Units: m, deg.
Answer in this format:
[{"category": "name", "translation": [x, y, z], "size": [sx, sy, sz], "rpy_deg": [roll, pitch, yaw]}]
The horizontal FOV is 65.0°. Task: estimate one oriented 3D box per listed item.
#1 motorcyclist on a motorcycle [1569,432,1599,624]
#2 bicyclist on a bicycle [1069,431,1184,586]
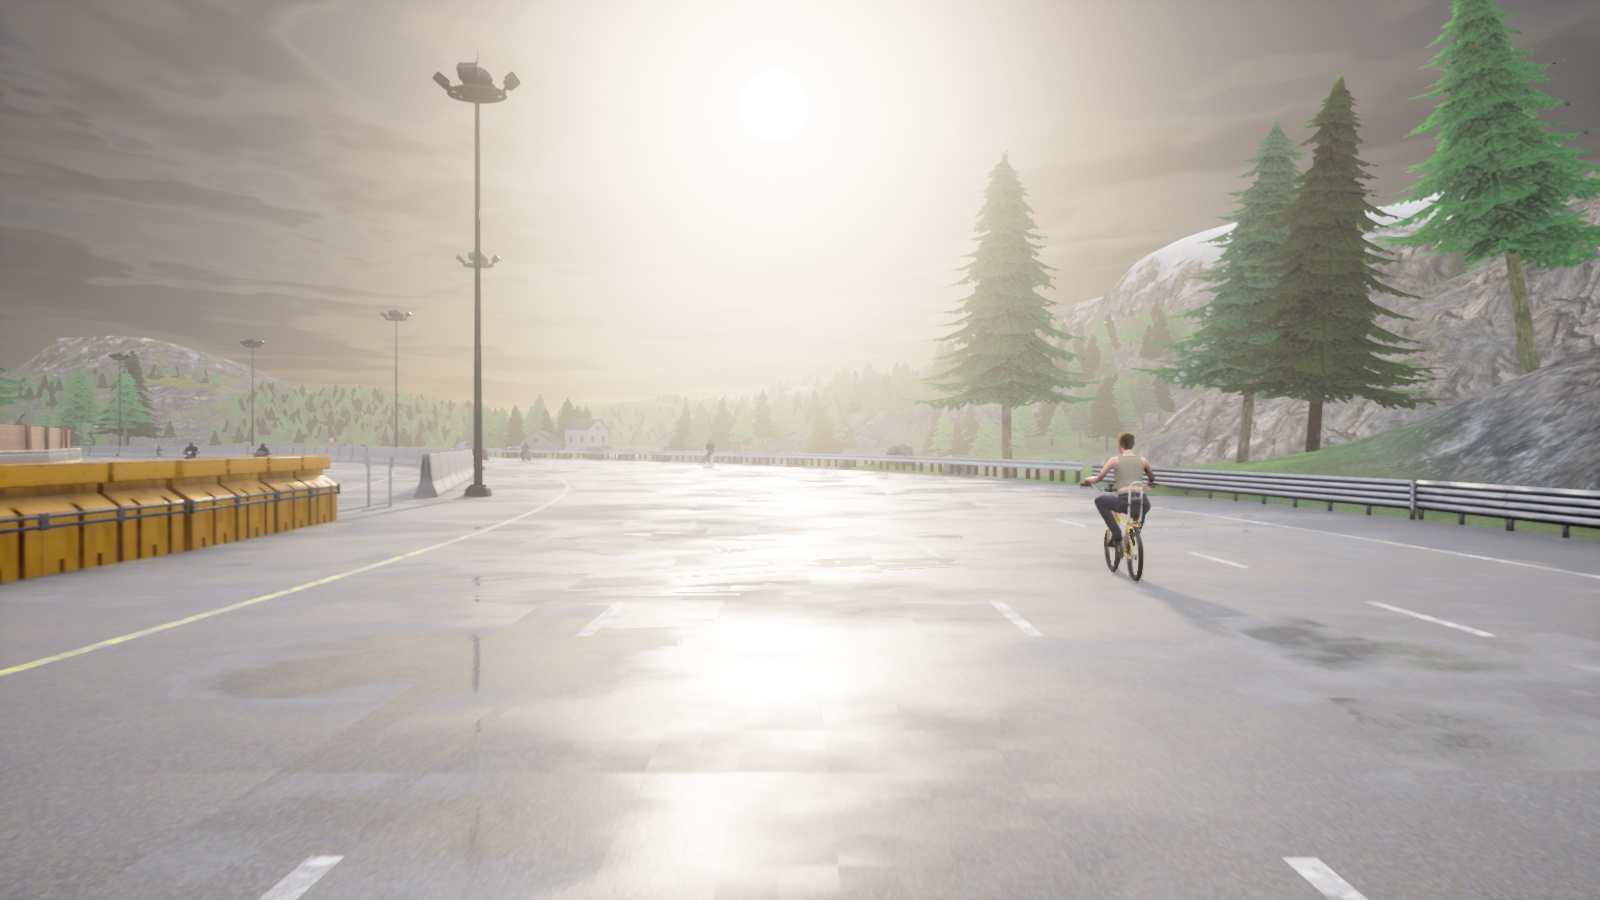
[{"category": "motorcyclist on a motorcycle", "translation": [7.073, 0.649, 9.934], "size": [0.866, 1.590, 1.817], "rpy_deg": [0, 0, 0]}, {"category": "bicyclist on a bicycle", "translation": [3.560, 0.608, 13.834], "size": [0.866, 1.612, 1.509], "rpy_deg": [0, 0, 0]}]
